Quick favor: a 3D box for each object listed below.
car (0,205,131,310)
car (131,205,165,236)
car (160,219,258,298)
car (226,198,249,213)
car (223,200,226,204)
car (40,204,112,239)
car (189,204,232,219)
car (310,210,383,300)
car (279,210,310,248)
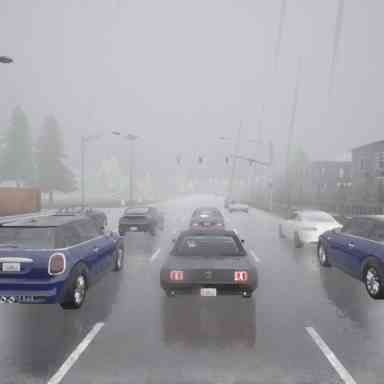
[{"bbox_3d":[-3.111,1.352,8.032,2.097,1.767,4.553,0,0,2],"label":"car"},{"bbox_3d":[-2.677,1.505,18.269,1.837,1.490,4.892,0,0,2],"label":"car"},{"bbox_3d":[0.411,1.601,8.484,1.895,1.301,4.718,0,0,2],"label":"car"},{"bbox_3d":[5.047,1.601,36.529,1.895,1.301,4.718,0,0,3],"label":"car"},{"bbox_3d":[5.420,1.547,46.420,2.033,1.411,5.357,0,0,2],"label":"car"},{"bbox_3d":[-6.172,1.491,18.474,2.128,1.511,4.902,0,0,2],"label":"car"},{"bbox_3d":[0.816,1.547,18.067,2.033,1.411,5.357,0,0,2],"label":"car"},{"bbox_3d":[4.866,1.351,8.522,2.097,1.767,4.553,0,0,2],"label":"car"},{"bbox_3d":[5.122,1.526,14.546,1.812,1.442,4.674,0,0,2],"label":"car"}]
